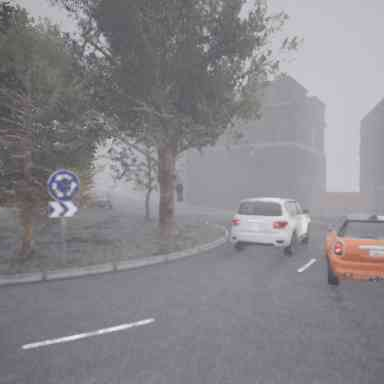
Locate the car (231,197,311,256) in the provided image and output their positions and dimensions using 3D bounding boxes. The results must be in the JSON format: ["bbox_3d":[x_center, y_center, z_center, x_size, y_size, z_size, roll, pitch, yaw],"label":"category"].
[{"bbox_3d":[3.410,1.244,13.675,2.150,2.045,5.566,1,0,28],"label":"car"}]

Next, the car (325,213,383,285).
[{"bbox_3d":[4.926,1.387,9.369,2.097,1.767,4.553,0,0,22],"label":"car"}]

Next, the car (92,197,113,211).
[{"bbox_3d":[-10.981,1.384,39.544,1.837,1.490,4.892,0,0,-36],"label":"car"}]
